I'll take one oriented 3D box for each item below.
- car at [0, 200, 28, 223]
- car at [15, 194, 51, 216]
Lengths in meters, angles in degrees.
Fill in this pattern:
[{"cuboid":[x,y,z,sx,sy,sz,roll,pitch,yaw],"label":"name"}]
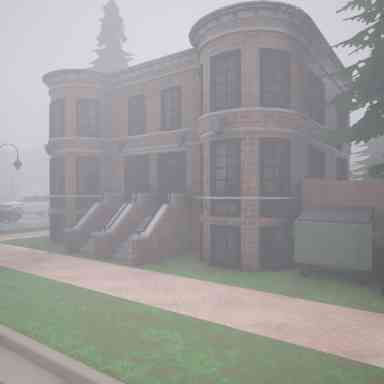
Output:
[{"cuboid":[-14.467,1.525,23.276,1.812,1.442,4.674,0,0,35],"label":"car"},{"cuboid":[-14.447,1.221,29.788,2.150,2.045,5.566,0,0,34],"label":"car"}]
